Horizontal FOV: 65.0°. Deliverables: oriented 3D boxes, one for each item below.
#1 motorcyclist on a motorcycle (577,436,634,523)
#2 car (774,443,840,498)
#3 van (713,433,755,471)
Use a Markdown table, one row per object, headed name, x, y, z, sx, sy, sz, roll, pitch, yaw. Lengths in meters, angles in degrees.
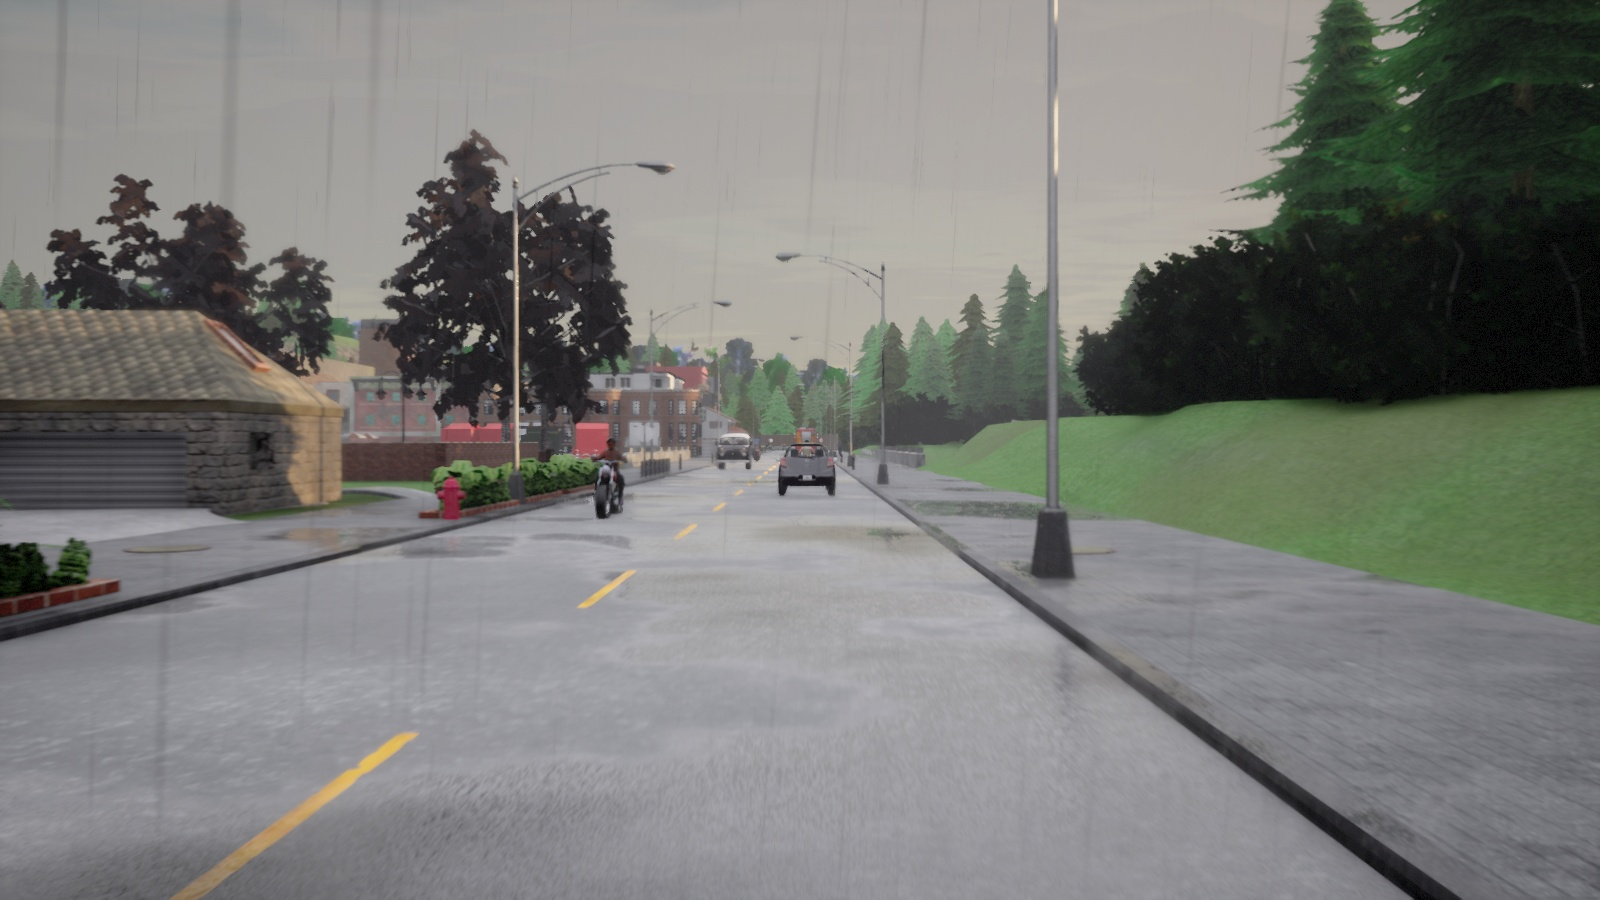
| name | x | y | z | sx | sy | sz | roll | pitch | yaw |
| --- | --- | --- | --- | --- | --- | --- | --- | --- | --- |
| motorcyclist on a motorcycle | -3.855 | 0.555 | 25.119 | 0.766 | 1.649 | 2.350 | 0 | 0 | 0 |
| car | 0.200 | 0.559 | 36.685 | 1.845 | 1.501 | 3.633 | 0 | 1 | 0 |
| van | -3.640 | 0.079 | 70.012 | 2.069 | 2.038 | 4.480 | 0 | 1 | 0 |
